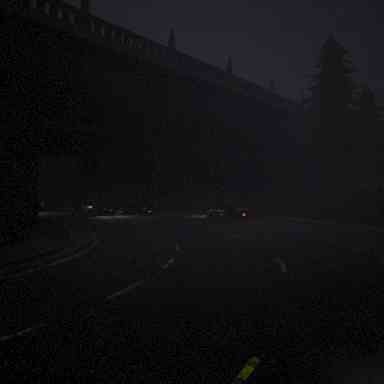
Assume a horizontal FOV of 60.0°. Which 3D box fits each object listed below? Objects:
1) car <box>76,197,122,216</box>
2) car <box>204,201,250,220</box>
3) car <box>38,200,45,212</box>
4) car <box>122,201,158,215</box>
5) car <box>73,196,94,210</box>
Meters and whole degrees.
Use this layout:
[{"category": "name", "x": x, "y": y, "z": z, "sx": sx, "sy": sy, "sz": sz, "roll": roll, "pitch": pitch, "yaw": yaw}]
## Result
[{"category": "car", "x": -9.250, "y": 1.503, "z": 32.879, "sx": 1.837, "sy": 1.490, "sz": 4.892, "roll": 1, "pitch": 0, "yaw": -42}, {"category": "car", "x": 2.896, "y": 1.532, "z": 28.325, "sx": 1.837, "sy": 1.490, "sz": 4.892, "roll": 1, "pitch": 0, "yaw": -30}, {"category": "car", "x": -18.172, "y": 1.328, "z": 37.054, "sx": 4.553, "sy": 1.767, "sz": 2.097, "roll": 0, "pitch": 0, "yaw": 45}, {"category": "car", "x": -5.545, "y": 1.610, "z": 34.169, "sx": 1.895, "sy": 1.301, "sz": 4.718, "roll": 0, "pitch": 0, "yaw": -40}, {"category": "car", "x": -13.118, "y": 1.346, "z": 41.973, "sx": 4.553, "sy": 1.767, "sz": 2.097, "roll": 0, "pitch": 0, "yaw": 45}]
